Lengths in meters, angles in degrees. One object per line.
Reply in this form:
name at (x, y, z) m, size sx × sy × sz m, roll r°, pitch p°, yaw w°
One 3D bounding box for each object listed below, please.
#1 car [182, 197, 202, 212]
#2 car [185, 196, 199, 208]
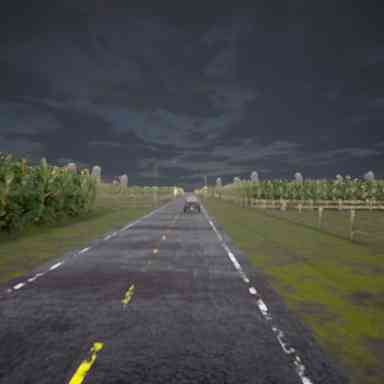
car at (0.010, 1.463, 37.197) m, size 1.837 × 1.490 × 4.892 m, roll 0°, pitch 0°, yaw 0°
car at (0.019, 1.417, 48.362) m, size 1.882 × 1.535 × 5.008 m, roll 0°, pitch 0°, yaw 0°
